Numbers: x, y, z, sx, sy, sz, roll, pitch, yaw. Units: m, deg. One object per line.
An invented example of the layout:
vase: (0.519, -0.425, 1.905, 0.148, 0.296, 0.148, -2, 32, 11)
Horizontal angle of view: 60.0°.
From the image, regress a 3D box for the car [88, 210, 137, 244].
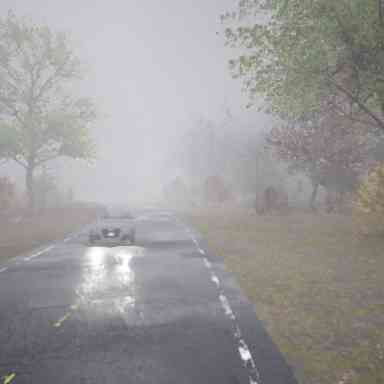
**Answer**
car: (-3.629, 1.572, 15.831, 1.994, 1.385, 4.181, 0, 0, -8)
